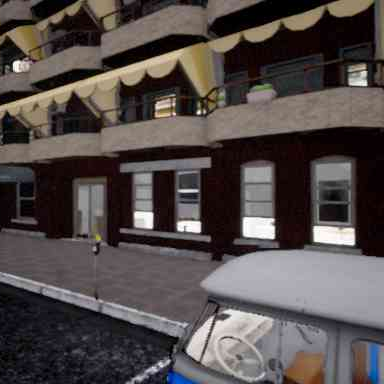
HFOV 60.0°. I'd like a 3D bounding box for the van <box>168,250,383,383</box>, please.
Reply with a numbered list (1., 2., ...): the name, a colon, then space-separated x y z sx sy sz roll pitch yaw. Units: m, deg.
1. van: 1.648 1.340 1.699 3.998 1.788 1.690 0 0 35
